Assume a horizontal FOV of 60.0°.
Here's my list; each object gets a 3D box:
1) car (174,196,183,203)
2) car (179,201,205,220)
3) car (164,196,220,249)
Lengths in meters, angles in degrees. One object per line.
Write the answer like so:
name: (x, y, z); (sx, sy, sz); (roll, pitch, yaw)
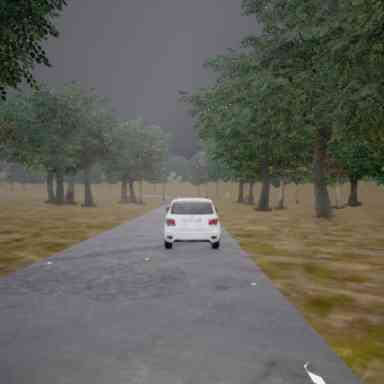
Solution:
car: (-2.999, 1.622, 75.990); (1.812, 1.442, 4.674); (0, 0, 0)
car: (0.000, 1.607, 29.685); (2.033, 1.411, 5.357); (0, 0, 0)
car: (0.000, 1.264, 14.695); (2.150, 2.045, 5.566); (0, 0, 0)
